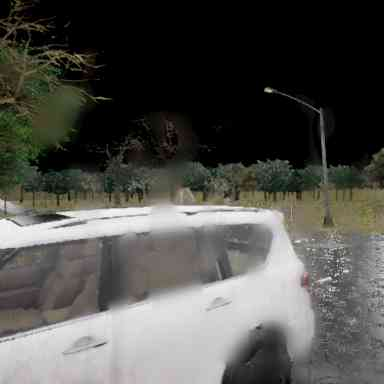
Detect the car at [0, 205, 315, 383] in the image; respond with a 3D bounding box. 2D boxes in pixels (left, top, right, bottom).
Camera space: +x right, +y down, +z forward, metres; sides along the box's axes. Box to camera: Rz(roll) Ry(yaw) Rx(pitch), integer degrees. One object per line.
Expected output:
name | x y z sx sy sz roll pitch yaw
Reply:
car | -1.200 1.198 3.049 5.566 2.045 2.150 -1 0 -36
